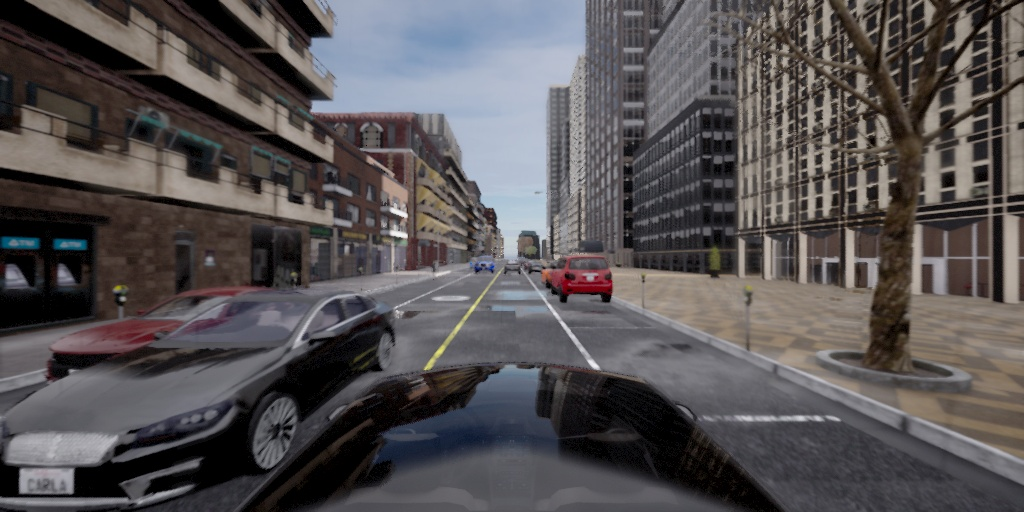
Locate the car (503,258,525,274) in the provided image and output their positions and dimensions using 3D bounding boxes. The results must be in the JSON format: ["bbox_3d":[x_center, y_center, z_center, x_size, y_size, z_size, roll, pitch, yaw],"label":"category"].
[{"bbox_3d":[0.059,1.249,40.928,2.128,1.511,4.902,0,0,0],"label":"car"}]

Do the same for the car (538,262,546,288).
[{"bbox_3d":[3.105,1.104,23.822,2.097,1.767,4.553,0,0,0],"label":"car"}]

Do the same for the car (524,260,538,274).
[{"bbox_3d":[2.679,1.325,40.080,1.948,1.339,4.313,0,0,0],"label":"car"}]

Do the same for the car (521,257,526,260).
[{"bbox_3d":[2.675,1.210,51.125,1.967,1.591,4.097,0,0,0],"label":"car"}]

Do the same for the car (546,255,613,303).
[{"bbox_3d":[3.102,0.978,16.881,2.150,2.045,5.566,0,0,0],"label":"car"}]

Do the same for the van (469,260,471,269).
[{"bbox_3d":[-5.708,1.117,56.647,1.690,1.789,3.998,0,0,0],"label":"van"}]

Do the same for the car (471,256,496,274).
[{"bbox_3d":[-3.102,0.983,41.992,2.150,2.045,5.566,0,0,0],"label":"car"}]

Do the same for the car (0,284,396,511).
[{"bbox_3d":[-3.091,1.242,4.841,2.128,1.511,4.902,0,0,0],"label":"car"}]
